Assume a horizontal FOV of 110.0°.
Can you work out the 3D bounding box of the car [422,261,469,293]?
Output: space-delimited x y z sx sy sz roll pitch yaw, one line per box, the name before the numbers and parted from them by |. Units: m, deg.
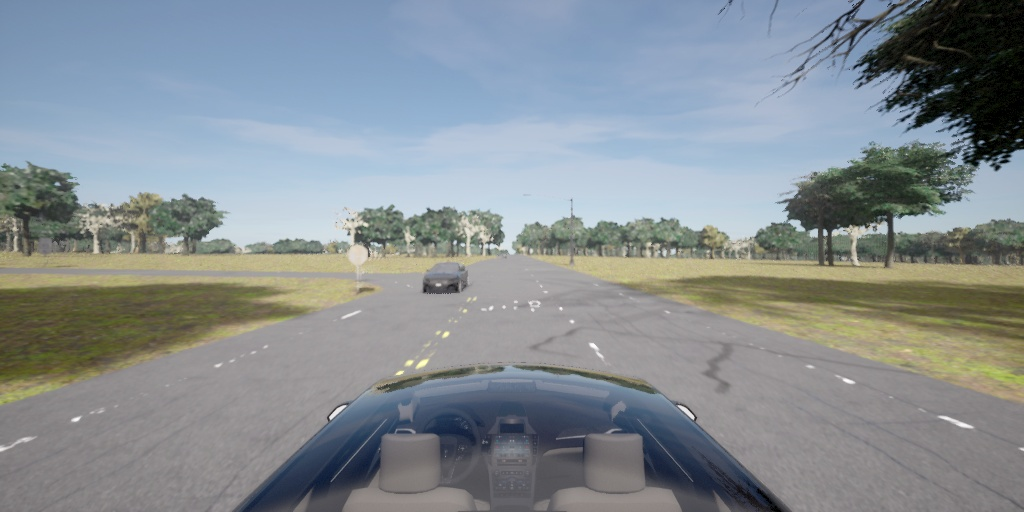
car | -3.487 1.054 19.494 1.882 1.535 5.008 0 1 0
